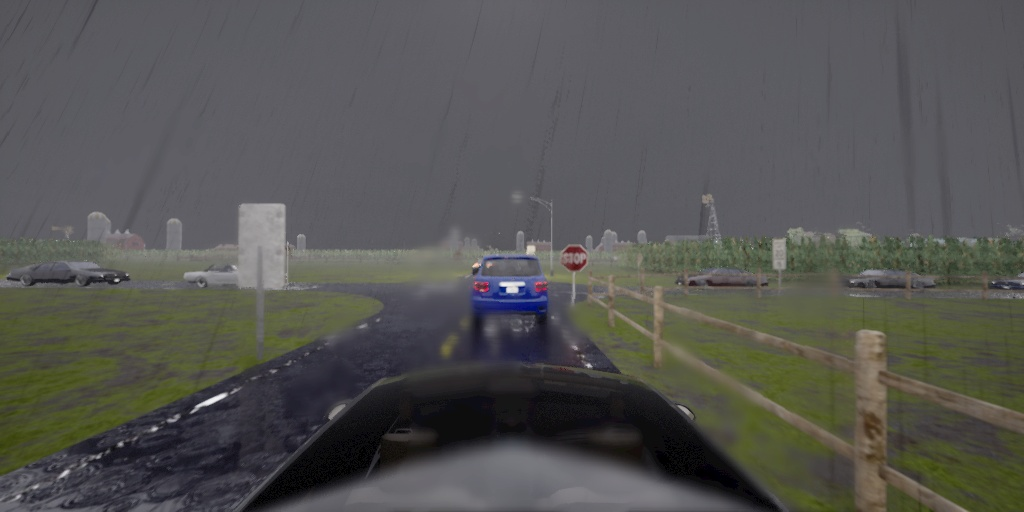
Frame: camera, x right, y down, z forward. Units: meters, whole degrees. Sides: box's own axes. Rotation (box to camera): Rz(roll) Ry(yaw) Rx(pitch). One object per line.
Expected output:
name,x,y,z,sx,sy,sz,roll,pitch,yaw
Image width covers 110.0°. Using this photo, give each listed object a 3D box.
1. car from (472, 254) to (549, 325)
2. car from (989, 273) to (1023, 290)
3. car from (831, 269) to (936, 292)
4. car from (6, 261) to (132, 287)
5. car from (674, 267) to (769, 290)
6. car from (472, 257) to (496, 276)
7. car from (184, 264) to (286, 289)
car,-0.143,0.955,11.886,2.150,2.045,5.566,0,0,-3
car,34.791,1.706,23.358,5.357,1.411,2.033,1,-1,0
car,24.154,1.577,23.401,5.357,1.411,2.033,1,-1,0
car,-25.347,0.984,20.591,5.357,1.411,2.033,1,-1,0
car,13.630,1.453,23.448,5.357,1.411,2.033,1,-1,1
car,-2.867,1.031,37.471,2.097,1.767,4.553,0,0,0
car,-15.681,1.139,20.567,4.718,1.301,1.895,1,-1,0
